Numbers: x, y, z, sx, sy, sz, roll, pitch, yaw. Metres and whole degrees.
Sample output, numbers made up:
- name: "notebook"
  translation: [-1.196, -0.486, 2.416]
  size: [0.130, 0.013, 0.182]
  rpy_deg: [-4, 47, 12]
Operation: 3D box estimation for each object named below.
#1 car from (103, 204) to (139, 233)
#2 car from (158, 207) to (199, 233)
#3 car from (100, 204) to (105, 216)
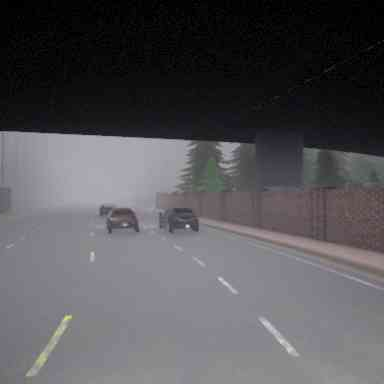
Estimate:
- name: "car"
  translation: [-4.521, 1.745, 21.322]
  size: [1.812, 1.442, 4.674]
  rpy_deg: [0, -1, -17]
- name: "car"
  translation: [-0.938, 1.718, 21.499]
  size: [1.837, 1.490, 4.892]
  rpy_deg: [0, 0, -16]
- name: "car"
  translation: [-9.300, 1.983, 37.066]
  size: [1.895, 1.301, 4.718]
  rpy_deg: [0, -1, -17]
